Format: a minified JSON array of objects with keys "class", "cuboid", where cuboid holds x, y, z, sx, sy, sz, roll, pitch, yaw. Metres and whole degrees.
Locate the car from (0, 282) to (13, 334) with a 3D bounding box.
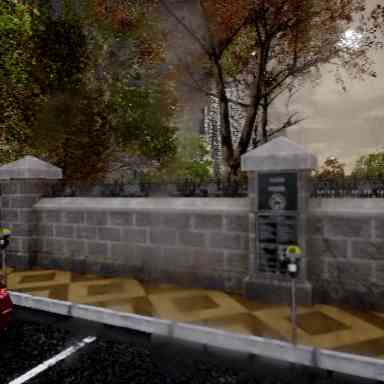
[{"class":"car","cuboid":[-4.522,1.542,4.941,4.206,1.307,1.802,0,1,26]}]
